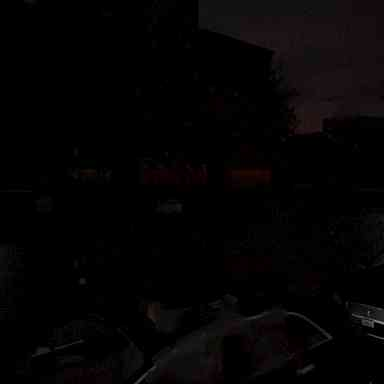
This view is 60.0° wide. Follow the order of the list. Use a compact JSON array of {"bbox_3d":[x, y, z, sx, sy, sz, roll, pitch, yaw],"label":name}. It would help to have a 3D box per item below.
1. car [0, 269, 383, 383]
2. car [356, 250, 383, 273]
[{"bbox_3d":[-0.268,1.550,2.643,4.403,1.369,2.008,0,-2,-35],"label":"car"},{"bbox_3d":[4.172,1.549,5.801,4.403,1.369,2.008,0,-2,-35],"label":"car"}]
